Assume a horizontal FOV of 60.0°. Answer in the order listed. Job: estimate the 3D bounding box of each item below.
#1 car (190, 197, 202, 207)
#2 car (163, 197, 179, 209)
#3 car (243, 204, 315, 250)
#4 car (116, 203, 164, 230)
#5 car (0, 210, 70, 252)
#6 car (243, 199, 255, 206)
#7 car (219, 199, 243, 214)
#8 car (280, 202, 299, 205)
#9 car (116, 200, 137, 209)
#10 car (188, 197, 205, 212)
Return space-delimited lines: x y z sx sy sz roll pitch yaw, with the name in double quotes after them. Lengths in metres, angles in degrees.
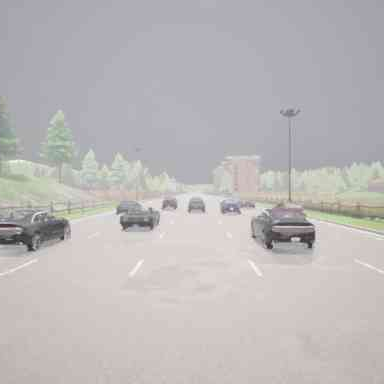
0.660 1.521 53.495 1.812 1.442 4.674 0 0 -1 "car"
-2.901 1.499 44.543 1.837 1.490 4.892 0 0 1 "car"
3.764 1.491 14.427 2.128 1.511 4.902 0 0 1 "car"
-3.160 1.599 21.165 1.895 1.301 4.718 0 0 1 "car"
-6.742 1.491 13.930 2.128 1.511 4.902 0 0 1 "car"
7.622 1.596 47.068 1.895 1.301 4.718 0 0 0 "car"
4.004 1.522 35.544 1.812 1.442 4.674 0 0 1 "car"
7.389 1.524 25.514 1.812 1.442 4.674 0 0 1 "car"
-6.506 1.561 34.595 1.994 1.385 4.181 0 0 1 "car"
0.542 1.487 39.045 2.128 1.511 4.902 0 0 1 "car"
